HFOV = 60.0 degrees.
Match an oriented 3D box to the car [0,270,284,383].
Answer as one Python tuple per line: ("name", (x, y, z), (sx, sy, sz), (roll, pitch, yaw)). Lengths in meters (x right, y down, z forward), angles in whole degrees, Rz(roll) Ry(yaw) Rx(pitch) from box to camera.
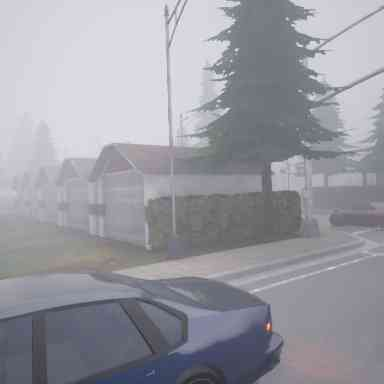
("car", (-1.575, 1.536, 2.846), (5.357, 1.411, 2.033), (-2, 1, -34))

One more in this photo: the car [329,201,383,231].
("car", (9.271, 1.175, 17.127), (1.994, 1.385, 4.181), (-3, 0, -32))
